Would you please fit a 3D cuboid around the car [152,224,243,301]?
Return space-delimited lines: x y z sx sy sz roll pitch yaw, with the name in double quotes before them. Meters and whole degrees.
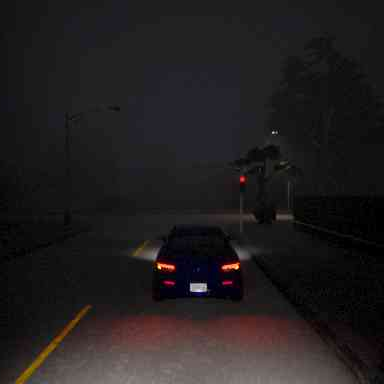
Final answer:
"car" 0.122 1.526 8.192 1.812 1.442 4.674 0 0 0
